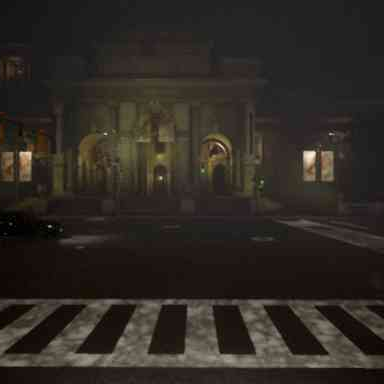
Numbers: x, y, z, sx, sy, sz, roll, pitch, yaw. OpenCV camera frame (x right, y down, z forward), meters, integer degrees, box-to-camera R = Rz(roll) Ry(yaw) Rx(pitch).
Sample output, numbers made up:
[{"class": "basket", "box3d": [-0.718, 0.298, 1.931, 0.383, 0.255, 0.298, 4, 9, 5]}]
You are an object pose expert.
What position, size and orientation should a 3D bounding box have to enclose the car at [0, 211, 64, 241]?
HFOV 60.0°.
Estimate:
[{"class": "car", "box3d": [-9.234, 1.735, 17.581, 4.674, 1.442, 1.812, 0, -1, 0]}]
